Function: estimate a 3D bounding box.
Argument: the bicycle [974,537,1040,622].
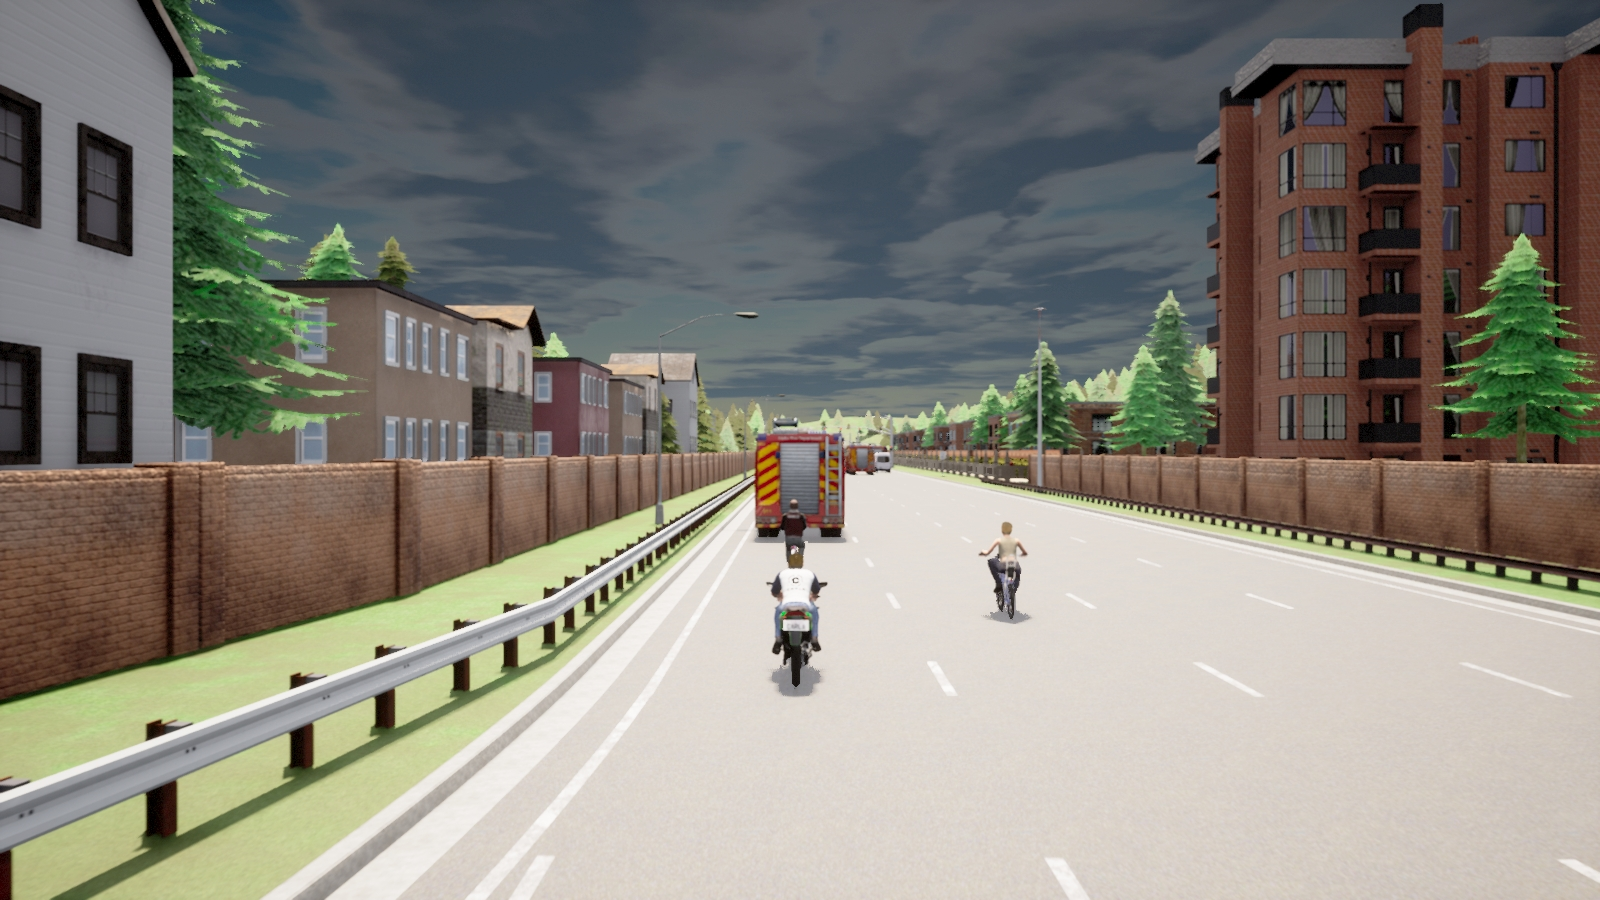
[{"bbox_3d":[3.492,2.170,19.409,0.859,1.277,1.487,0,0,0],"label":"bicycle"}]

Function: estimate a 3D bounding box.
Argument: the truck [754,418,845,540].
[{"bbox_3d":[-0.020,0.914,40.271,2.891,3.827,8.468,0,0,0],"label":"truck"}]

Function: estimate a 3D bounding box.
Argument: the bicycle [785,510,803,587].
[{"bbox_3d":[-0.130,2.075,24.393,0.329,1.471,1.835,0,0,1],"label":"bicycle"}]

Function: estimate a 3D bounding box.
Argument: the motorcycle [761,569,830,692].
[{"bbox_3d":[-0.045,2.196,14.242,0.803,1.199,2.033,0,0,0],"label":"motorcycle"}]
